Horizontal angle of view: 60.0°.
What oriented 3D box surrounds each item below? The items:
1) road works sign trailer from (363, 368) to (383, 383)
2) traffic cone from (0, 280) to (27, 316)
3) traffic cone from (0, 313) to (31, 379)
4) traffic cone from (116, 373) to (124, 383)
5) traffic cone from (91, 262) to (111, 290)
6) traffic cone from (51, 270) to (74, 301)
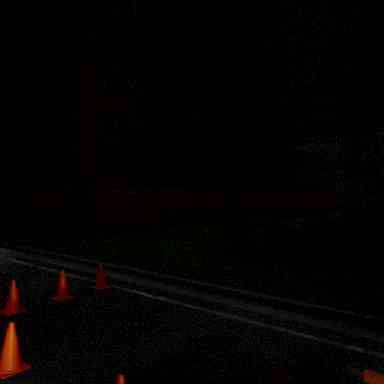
[{"bbox_3d":[2.814,0.444,2.226,2.880,3.560,2.380,3,1,34],"label":"road works sign trailer"},{"bbox_3d":[-3.310,1.931,6.183,0.340,0.580,0.340,1,0,36],"label":"traffic cone"},{"bbox_3d":[-2.277,1.939,4.200,0.340,0.580,0.340,1,0,36],"label":"traffic cone"},{"bbox_3d":[-0.658,1.954,3.026,0.340,0.580,0.340,1,0,36],"label":"traffic cone"},{"bbox_3d":[-2.137,1.942,7.802,0.340,0.580,0.340,1,0,36],"label":"traffic cone"},{"bbox_3d":[-2.724,1.937,6.992,0.340,0.580,0.340,1,0,36],"label":"traffic cone"}]
